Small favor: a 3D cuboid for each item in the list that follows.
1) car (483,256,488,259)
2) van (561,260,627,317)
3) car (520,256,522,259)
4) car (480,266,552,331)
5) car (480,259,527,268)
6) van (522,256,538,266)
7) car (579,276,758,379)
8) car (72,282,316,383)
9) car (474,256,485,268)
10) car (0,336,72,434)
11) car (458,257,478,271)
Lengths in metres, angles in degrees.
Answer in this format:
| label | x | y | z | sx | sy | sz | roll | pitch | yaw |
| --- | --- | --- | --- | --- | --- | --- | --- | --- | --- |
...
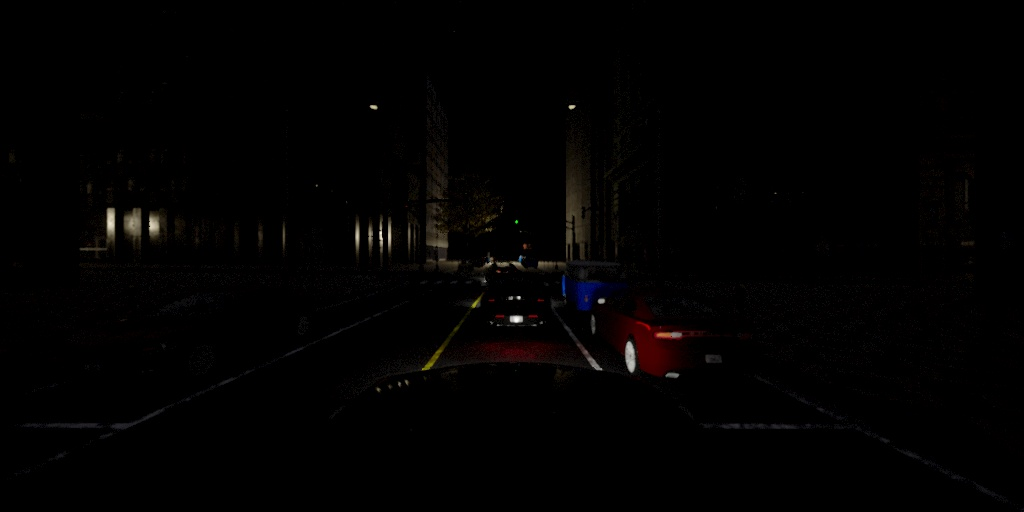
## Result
| label | x | y | z | sx | sy | sz | roll | pitch | yaw |
| --- | --- | --- | --- | --- | --- | --- | --- | --- | --- |
| car | -5.774 | 0.864 | 61.146 | 2.192 | 1.841 | 5.009 | 0 | 0 | 0 |
| van | 2.775 | 1.049 | 12.693 | 1.690 | 1.789 | 3.998 | 0 | 0 | 0 |
| car | 2.752 | 1.094 | 61.502 | 1.888 | 1.381 | 4.507 | 0 | 0 | 0 |
| car | 0.101 | 1.221 | 10.873 | 1.837 | 1.490 | 4.892 | 0 | 0 | 0 |
| car | -0.699 | 1.158 | 23.901 | 2.128 | 1.511 | 4.902 | 0 | 0 | -10 |
| van | 2.754 | 0.921 | 50.676 | 1.690 | 1.789 | 3.998 | 0 | 0 | 0 |
| car | 2.776 | 1.274 | 7.168 | 1.888 | 1.381 | 4.507 | 0 | 0 | 0 |
| car | -5.779 | 1.274 | 7.184 | 1.888 | 1.381 | 4.507 | 0 | 0 | 0 |
| car | -5.772 | 1.110 | 55.857 | 1.888 | 1.381 | 4.507 | 0 | 0 | 0 |
| car | -5.777 | 1.295 | 1.659 | 1.888 | 1.381 | 4.507 | 0 | 0 | 0 |
| car | -5.776 | 1.123 | 45.107 | 1.751 | 1.417 | 4.829 | 0 | 0 | 0 |
